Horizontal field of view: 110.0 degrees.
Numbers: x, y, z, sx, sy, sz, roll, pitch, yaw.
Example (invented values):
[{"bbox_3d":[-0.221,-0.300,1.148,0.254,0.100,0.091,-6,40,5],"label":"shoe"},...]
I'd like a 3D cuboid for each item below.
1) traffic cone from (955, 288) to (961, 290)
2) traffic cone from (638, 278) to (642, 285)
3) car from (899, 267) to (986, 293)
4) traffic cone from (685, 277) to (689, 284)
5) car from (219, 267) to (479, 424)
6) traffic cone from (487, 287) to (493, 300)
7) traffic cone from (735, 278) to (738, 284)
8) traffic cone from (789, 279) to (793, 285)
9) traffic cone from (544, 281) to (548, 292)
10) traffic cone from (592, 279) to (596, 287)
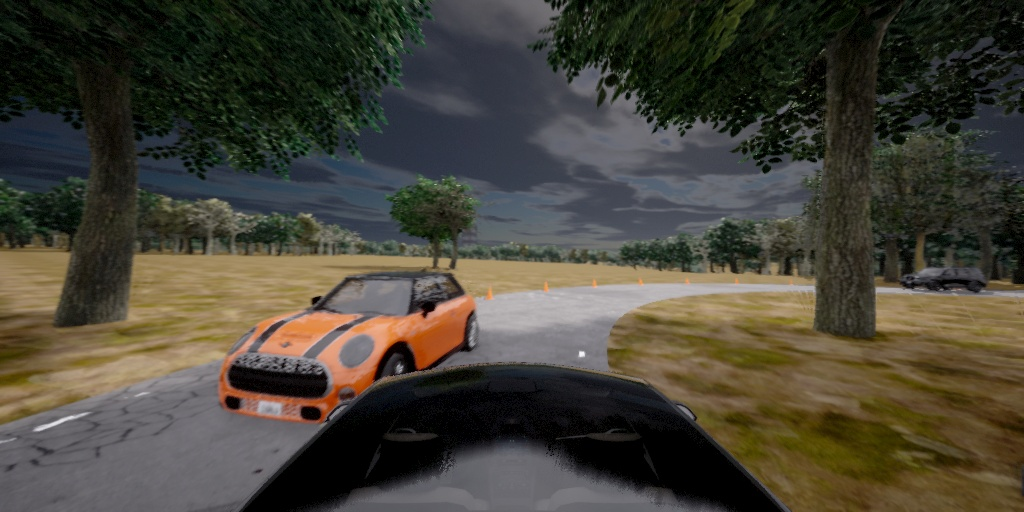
[{"bbox_3d":[40.716,2.792,32.648,0.340,0.580,0.340,0,0,-1],"label":"traffic cone"},{"bbox_3d":[10.172,2.001,28.386,0.340,0.580,0.340,0,0,-31],"label":"traffic cone"},{"bbox_3d":[36.641,1.963,30.555,5.566,2.045,2.150,1,0,1],"label":"car"},{"bbox_3d":[15.056,2.126,30.823,0.340,0.580,0.340,0,0,-22],"label":"traffic cone"},{"bbox_3d":[-2.131,1.062,6.064,2.097,1.767,4.553,1,0,12],"label":"car"},{"bbox_3d":[-1.032,1.713,16.667,0.340,0.580,0.340,0,0,29],"label":"traffic cone"},{"bbox_3d":[20.285,2.261,32.384,0.340,0.580,0.340,0,0,-12],"label":"traffic cone"},{"bbox_3d":[25.704,2.403,33.026,0.340,0.580,0.340,0,0,-2],"label":"traffic cone"},{"bbox_3d":[2.007,1.792,21.202,0.340,0.580,0.340,0,0,39],"label":"traffic cone"},{"bbox_3d":[5.779,1.889,25.147,0.340,0.580,0.340,0,0,-41],"label":"traffic cone"}]
